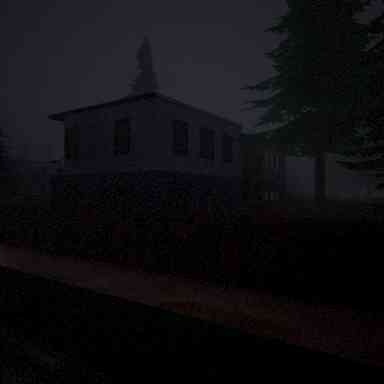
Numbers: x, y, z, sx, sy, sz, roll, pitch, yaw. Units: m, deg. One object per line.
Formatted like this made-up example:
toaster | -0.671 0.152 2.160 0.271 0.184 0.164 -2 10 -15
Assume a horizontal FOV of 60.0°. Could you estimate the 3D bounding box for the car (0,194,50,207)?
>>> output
car | -14.710 1.202 29.549 2.150 2.045 5.566 0 0 27
